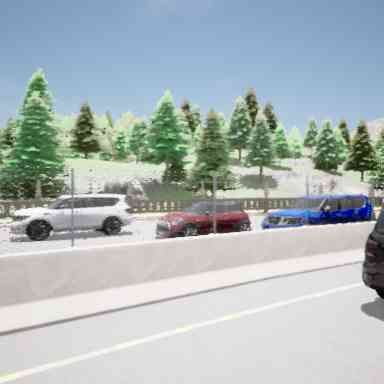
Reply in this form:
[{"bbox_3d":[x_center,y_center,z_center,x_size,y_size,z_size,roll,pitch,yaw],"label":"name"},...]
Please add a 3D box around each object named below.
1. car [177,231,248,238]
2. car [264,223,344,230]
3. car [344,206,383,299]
[{"bbox_3d":[0.589,1.255,15.957,4.553,1.767,2.097,0,0,-29],"label":"car"},{"bbox_3d":[5.715,1.129,14.827,5.566,2.045,2.150,0,0,-27],"label":"car"},{"bbox_3d":[5.850,1.177,6.720,5.566,2.045,2.150,0,0,-30],"label":"car"}]
